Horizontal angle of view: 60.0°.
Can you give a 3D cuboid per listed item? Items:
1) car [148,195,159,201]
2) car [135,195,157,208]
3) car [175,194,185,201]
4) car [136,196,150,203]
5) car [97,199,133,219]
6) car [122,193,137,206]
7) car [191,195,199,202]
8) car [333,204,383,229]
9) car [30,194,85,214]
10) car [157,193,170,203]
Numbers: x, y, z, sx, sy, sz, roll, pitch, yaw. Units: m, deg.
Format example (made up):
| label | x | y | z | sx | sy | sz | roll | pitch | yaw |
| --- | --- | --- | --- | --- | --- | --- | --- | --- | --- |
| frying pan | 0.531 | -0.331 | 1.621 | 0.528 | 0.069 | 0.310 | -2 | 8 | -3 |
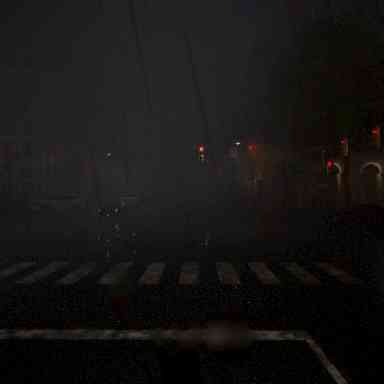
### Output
| label | x | y | z | sx | sy | sz | roll | pitch | yaw |
| --- | --- | --- | --- | --- | --- | --- | --- | --- | --- |
| car | -9.699 | 1.521 | 83.449 | 2.033 | 1.411 | 5.357 | 0 | 0 | 1 |
| car | -6.727 | 1.478 | 49.502 | 1.882 | 1.535 | 5.008 | 0 | 0 | -1 |
| car | -2.781 | 1.279 | 78.628 | 2.097 | 1.767 | 4.553 | 0 | 0 | 1 |
| car | -9.956 | 1.541 | 68.604 | 2.033 | 1.411 | 5.357 | 0 | 0 | 1 |
| car | -6.900 | 1.601 | 29.505 | 1.895 | 1.301 | 4.718 | 0 | 0 | 0 |
| car | -10.215 | 1.219 | 54.951 | 2.150 | 2.045 | 5.566 | 0 | 0 | 0 |
| car | 0.719 | 1.450 | 78.599 | 2.128 | 1.511 | 4.902 | 0 | 0 | 1 |
| car | 11.454 | 1.526 | 21.089 | 4.674 | 1.442 | 1.812 | 0 | 0 | 4 |
| car | -14.378 | 1.221 | 35.924 | 5.566 | 2.045 | 2.150 | 0 | 1 | -44 |
| car | -6.446 | 1.222 | 69.187 | 2.150 | 2.045 | 5.566 | 0 | 0 | 1 |
